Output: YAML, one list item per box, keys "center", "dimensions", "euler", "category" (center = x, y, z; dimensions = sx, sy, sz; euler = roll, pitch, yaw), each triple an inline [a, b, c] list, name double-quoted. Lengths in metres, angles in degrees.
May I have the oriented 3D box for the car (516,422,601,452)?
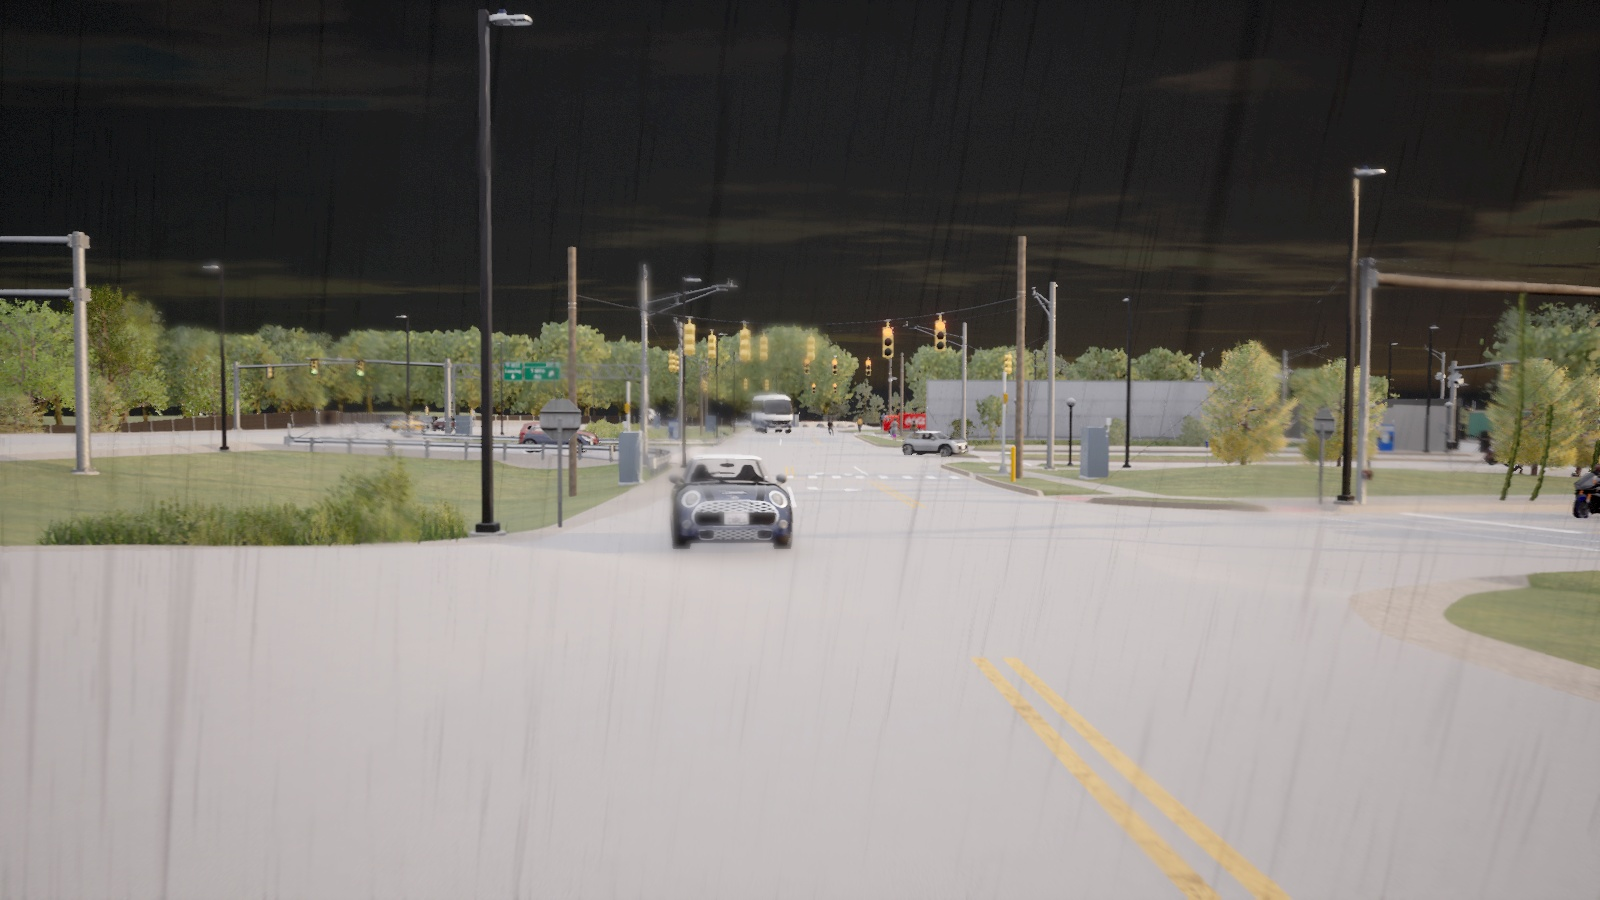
- center: [-13.980, -0.777, 72.943]
  dimensions: [4.611, 1.667, 2.242]
  euler: [0, 2, -3]
  category: "car"

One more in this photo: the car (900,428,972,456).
- center: [8.144, -0.497, 75.300]
  dimensions: [3.806, 1.475, 1.970]
  euler: [1, 4, 33]
  category: "car"

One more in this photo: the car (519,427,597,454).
- center: [-13.314, -0.533, 69.219]
  dimensions: [3.806, 1.475, 1.970]
  euler: [0, 1, 3]
  category: "car"

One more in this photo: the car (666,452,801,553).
- center: [-1.209, 0.794, 21.031]
  dimensions: [1.970, 1.475, 3.806]
  euler: [0, 1, -7]
  category: "car"

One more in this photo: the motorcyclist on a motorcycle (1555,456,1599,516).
- center: [21.608, 0.963, 34.025]
  dimensions: [2.191, 1.530, 0.866]
  euler: [0, 2, -27]
  category: "motorcyclist on a motorcycle"
